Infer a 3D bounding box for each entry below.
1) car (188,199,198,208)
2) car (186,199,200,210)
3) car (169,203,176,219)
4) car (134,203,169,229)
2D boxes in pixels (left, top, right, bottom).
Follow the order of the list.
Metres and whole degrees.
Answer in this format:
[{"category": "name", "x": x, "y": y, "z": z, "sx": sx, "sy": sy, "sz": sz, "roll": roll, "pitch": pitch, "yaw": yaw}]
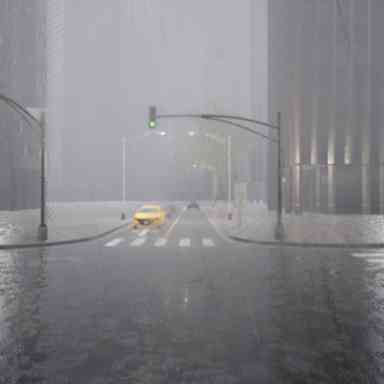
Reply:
[{"category": "car", "x": 0.211, "y": 2.215, "z": 64.201, "sx": 1.837, "sy": 1.490, "sz": 4.892, "roll": 0, "pitch": 0, "yaw": 0}, {"category": "car", "x": 0.170, "y": 2.128, "z": 53.777, "sx": 1.837, "sy": 1.490, "sz": 4.892, "roll": 0, "pitch": -1, "yaw": 0}, {"category": "car", "x": -2.993, "y": 1.974, "z": 33.668, "sx": 1.994, "sy": 1.385, "sz": 4.181, "roll": 0, "pitch": -1, "yaw": 1}, {"category": "car", "x": -3.034, "y": 1.777, "z": 24.510, "sx": 1.882, "sy": 1.535, "sz": 5.008, "roll": 0, "pitch": -1, "yaw": 0}]
